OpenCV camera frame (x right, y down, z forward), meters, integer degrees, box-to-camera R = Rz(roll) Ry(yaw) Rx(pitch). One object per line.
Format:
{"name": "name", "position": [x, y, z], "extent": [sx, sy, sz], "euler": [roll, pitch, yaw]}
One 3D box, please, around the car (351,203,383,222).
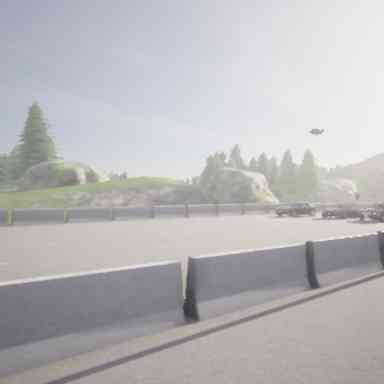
{"name": "car", "position": [16.015, 1.718, 28.189], "extent": [4.902, 1.511, 2.128], "euler": [1, -1, -35]}

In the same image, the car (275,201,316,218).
{"name": "car", "position": [10.265, 1.694, 32.712], "extent": [4.892, 1.490, 1.837], "euler": [1, -1, -35]}

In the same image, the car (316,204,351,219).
{"name": "car", "position": [13.984, 1.800, 31.039], "extent": [4.181, 1.385, 1.994], "euler": [1, -1, -35]}
